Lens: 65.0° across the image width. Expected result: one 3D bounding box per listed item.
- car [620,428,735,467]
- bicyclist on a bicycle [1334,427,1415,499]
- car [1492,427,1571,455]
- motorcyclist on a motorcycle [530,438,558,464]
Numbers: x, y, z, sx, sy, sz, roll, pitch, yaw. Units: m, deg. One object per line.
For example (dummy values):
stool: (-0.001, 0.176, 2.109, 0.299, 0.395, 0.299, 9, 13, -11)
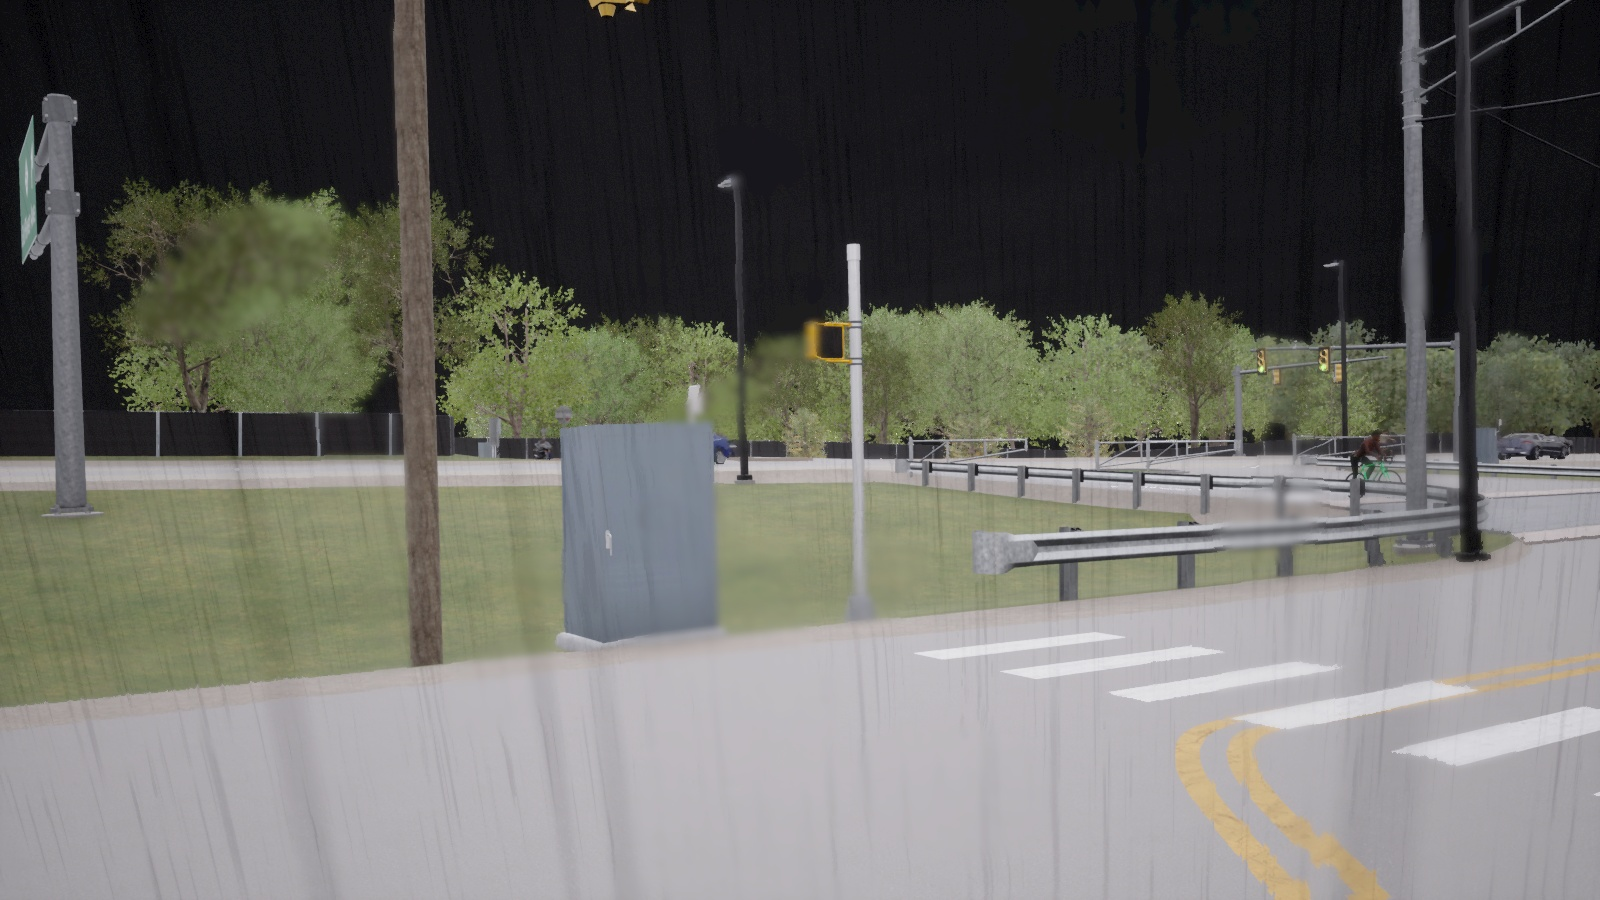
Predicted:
car: (-4.933, -0.119, 51.261, 1.882, 1.535, 5.008, 0, 0, 35)
bicyclist on a bicycle: (13.444, 0.322, 29.412, 0.582, 1.620, 1.656, -1, -2, -27)
car: (44.209, -0.541, 75.844, 5.027, 1.651, 2.152, 0, 0, -34)
motorcyclist on a motorcycle: (-16.134, 0.071, 79.007, 0.866, 1.530, 2.191, -2, 0, -35)
